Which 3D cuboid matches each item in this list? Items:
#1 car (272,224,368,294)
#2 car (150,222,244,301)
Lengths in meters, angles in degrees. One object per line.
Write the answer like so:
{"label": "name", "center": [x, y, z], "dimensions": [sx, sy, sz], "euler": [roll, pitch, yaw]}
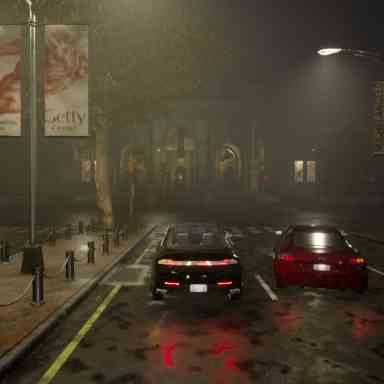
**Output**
{"label": "car", "center": [3.248, 1.564, 8.981], "dimensions": [1.994, 1.385, 4.181], "euler": [0, 0, 14]}
{"label": "car", "center": [0.077, 1.492, 8.327], "dimensions": [2.128, 1.511, 4.902], "euler": [0, 0, -1]}
